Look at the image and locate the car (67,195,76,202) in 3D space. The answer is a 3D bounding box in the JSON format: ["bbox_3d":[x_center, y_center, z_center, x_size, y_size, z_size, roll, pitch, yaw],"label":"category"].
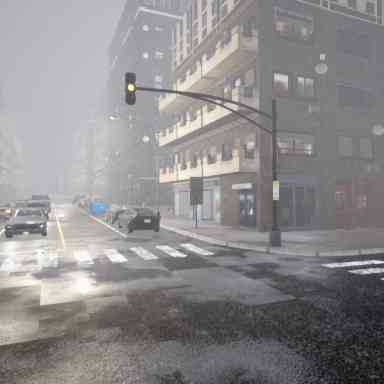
[{"bbox_3d":[-29.800,1.588,82.008,1.752,1.417,4.829,1,0,-23],"label":"car"}]

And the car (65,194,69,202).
[{"bbox_3d":[-27.521,1.609,76.660,2.008,1.369,4.403,1,0,-23],"label":"car"}]

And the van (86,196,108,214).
[{"bbox_3d":[-9.812,1.364,35.137,1.690,1.788,3.998,1,0,-23],"label":"van"}]

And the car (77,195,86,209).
[{"bbox_3d":[-14.308,1.556,45.673,1.752,1.417,4.829,1,0,-23],"label":"car"}]

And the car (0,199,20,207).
[{"bbox_3d":[-15.310,1.457,26.659,1.967,1.590,4.097,1,0,-23],"label":"car"}]

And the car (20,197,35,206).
[{"bbox_3d":[-28.590,1.592,57.801,2.008,1.369,4.403,1,0,-23],"label":"car"}]

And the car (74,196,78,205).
[{"bbox_3d":[-16.456,1.617,50.707,1.802,1.307,4.206,1,0,-23],"label":"car"}]

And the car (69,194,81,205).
[{"bbox_3d":[-20.877,1.359,61.089,2.192,1.841,5.009,1,0,-23],"label":"car"}]

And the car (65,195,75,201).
[{"bbox_3d":[-31.947,1.618,87.040,2.008,1.369,4.403,1,0,-23],"label":"car"}]

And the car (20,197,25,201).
[{"bbox_3d":[-24.163,1.577,47.421,1.887,1.381,4.507,1,0,-23],"label":"car"}]

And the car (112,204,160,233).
[{"bbox_3d":[-3.177,1.579,19.564,1.947,1.339,4.313,1,0,-23],"label":"car"}]

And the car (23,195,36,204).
[{"bbox_3d":[-30.801,1.486,62.993,1.967,1.590,4.097,1,0,-23],"label":"car"}]

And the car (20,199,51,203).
[{"bbox_3d":[-12.779,1.543,27.306,1.812,1.442,4.674,0,0,-23],"label":"car"}]

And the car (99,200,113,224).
[{"bbox_3d":[-5.390,1.567,24.755,2.008,1.369,4.403,1,0,-23],"label":"car"}]

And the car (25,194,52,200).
[{"bbox_3d":[-16.962,1.246,37.195,2.150,2.045,5.566,0,0,-22],"label":"car"}]

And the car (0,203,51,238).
[{"bbox_3d":[-8.902,1.559,18.192,2.033,1.411,5.357,0,0,-23],"label":"car"}]
